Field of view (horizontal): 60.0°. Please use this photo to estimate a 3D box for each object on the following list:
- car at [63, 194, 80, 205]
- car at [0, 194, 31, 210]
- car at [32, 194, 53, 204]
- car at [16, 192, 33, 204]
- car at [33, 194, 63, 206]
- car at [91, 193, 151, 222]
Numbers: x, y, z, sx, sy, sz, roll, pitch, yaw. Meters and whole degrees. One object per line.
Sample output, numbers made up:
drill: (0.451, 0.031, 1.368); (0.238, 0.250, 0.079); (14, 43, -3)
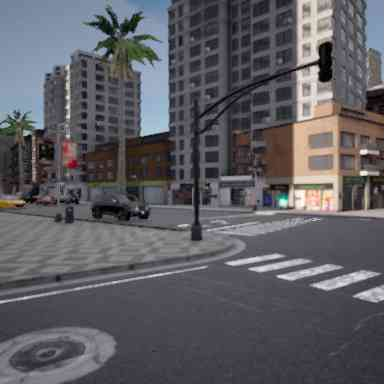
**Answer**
car: (-19.377, 1.109, 51.716); (4.553, 1.767, 2.097); (0, 1, 45)
car: (-21.720, 1.319, 40.289); (5.008, 1.535, 1.882); (0, 1, 44)
car: (-26.423, 1.205, 58.595); (1.837, 1.490, 4.892); (0, 1, -44)
car: (-28.463, 0.943, 56.031); (2.150, 2.045, 5.566); (0, 1, -44)
car: (-21.366, 1.303, 49.117); (4.674, 1.442, 1.812); (0, 1, 45)
car: (-5.657, 1.128, 25.950); (5.566, 2.045, 2.150); (0, 0, 40)
